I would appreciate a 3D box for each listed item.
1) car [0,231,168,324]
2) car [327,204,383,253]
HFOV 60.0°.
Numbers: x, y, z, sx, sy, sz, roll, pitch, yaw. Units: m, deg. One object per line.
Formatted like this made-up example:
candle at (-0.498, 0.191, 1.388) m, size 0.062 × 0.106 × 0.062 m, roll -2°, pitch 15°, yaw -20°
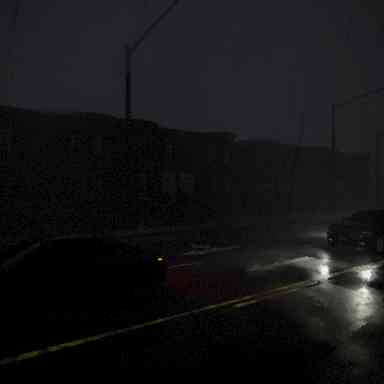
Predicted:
car at (-2.678, 1.526, 6.368) m, size 4.674 × 1.442 × 1.812 m, roll 0°, pitch 0°, yaw -36°
car at (7.628, 1.474, 13.880) m, size 5.008 × 1.535 × 1.882 m, roll 0°, pitch 0°, yaw -36°
